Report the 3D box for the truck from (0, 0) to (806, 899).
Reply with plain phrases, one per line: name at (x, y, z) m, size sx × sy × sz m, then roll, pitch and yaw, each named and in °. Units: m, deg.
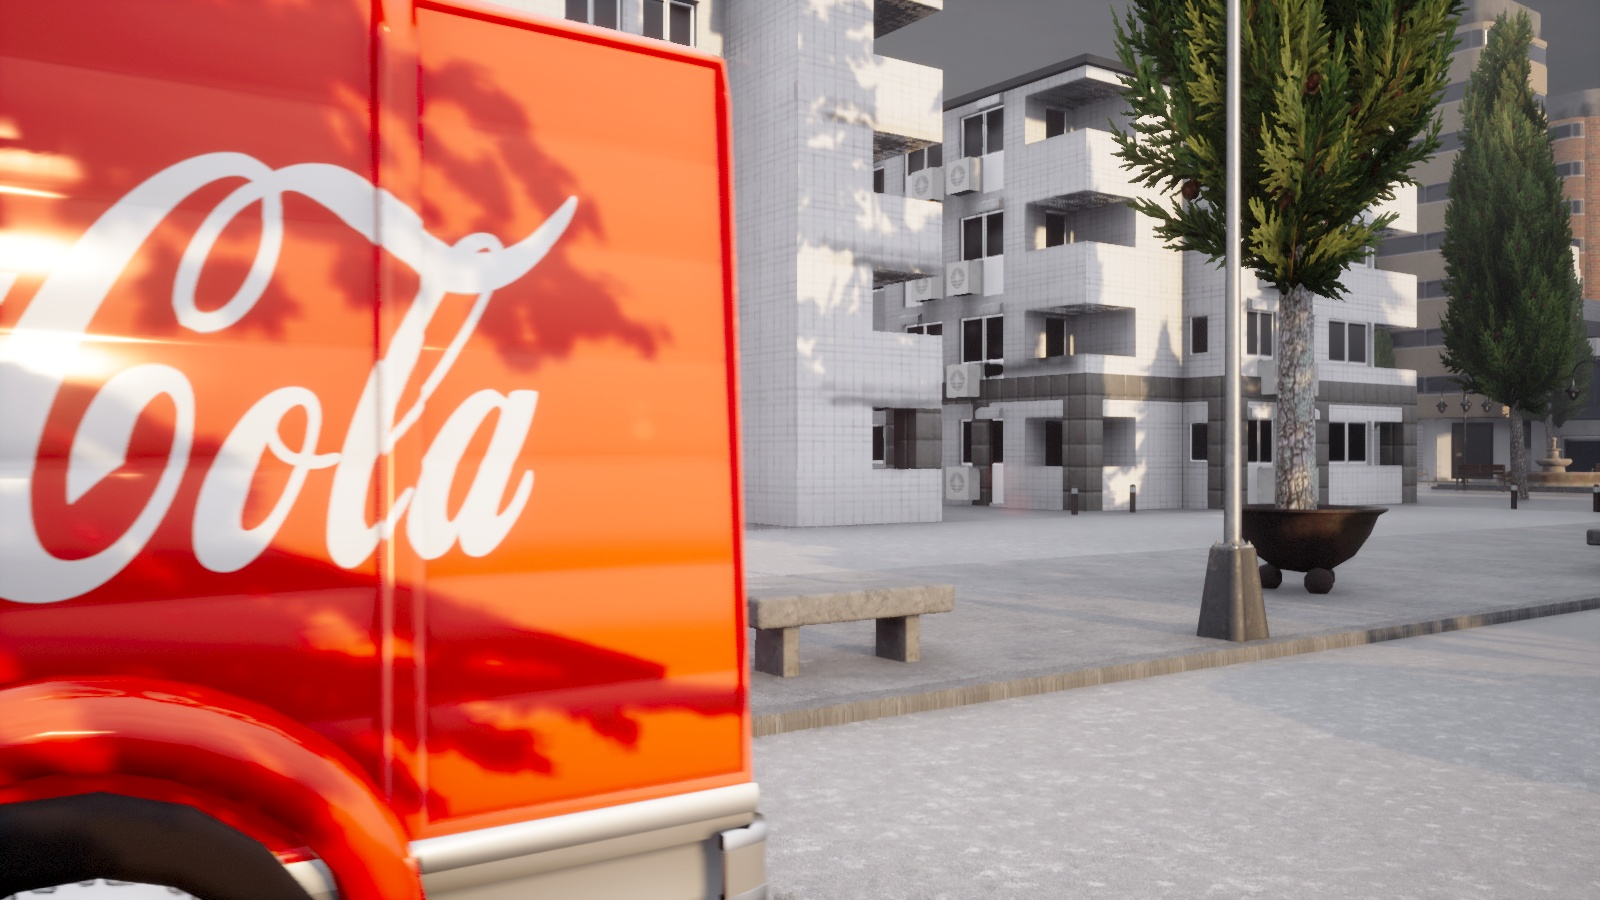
truck at (-2.879, 0.265, 2.267) m, size 5.204 × 2.467 × 2.627 m, roll 0°, pitch 0°, yaw -35°
